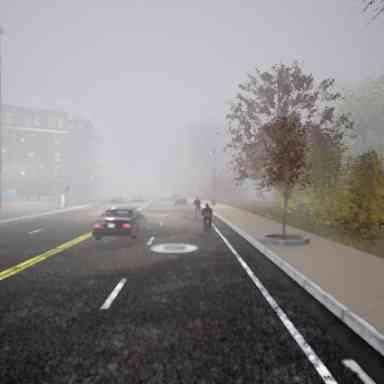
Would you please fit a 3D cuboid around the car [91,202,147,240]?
[{"bbox_3d":[-3.365,1.412,16.160,2.033,1.411,5.357,0,1,-1],"label":"car"}]

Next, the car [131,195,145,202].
[{"bbox_3d":[-8.633,1.136,53.499,2.033,1.411,5.357,0,1,-5],"label":"car"}]

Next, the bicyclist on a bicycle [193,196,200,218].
[{"bbox_3d":[0.404,1.153,24.995,0.659,1.776,1.843,0,1,-2],"label":"bicyclist on a bicycle"}]

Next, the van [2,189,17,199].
[{"bbox_3d":[-33.710,0.428,59.952,3.998,1.788,1.690,1,-1,-34],"label":"van"}]

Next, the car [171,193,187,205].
[{"bbox_3d":[-1.621,1.135,47.324,2.033,1.411,5.357,0,1,-4],"label":"car"}]

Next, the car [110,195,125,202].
[{"bbox_3d":[-11.873,1.163,53.128,1.895,1.301,4.718,0,1,-8],"label":"car"}]

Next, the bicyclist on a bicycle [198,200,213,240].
[{"bbox_3d":[0.701,1.321,15.061,0.582,1.620,1.656,0,0,-1],"label":"bicyclist on a bicycle"}]
